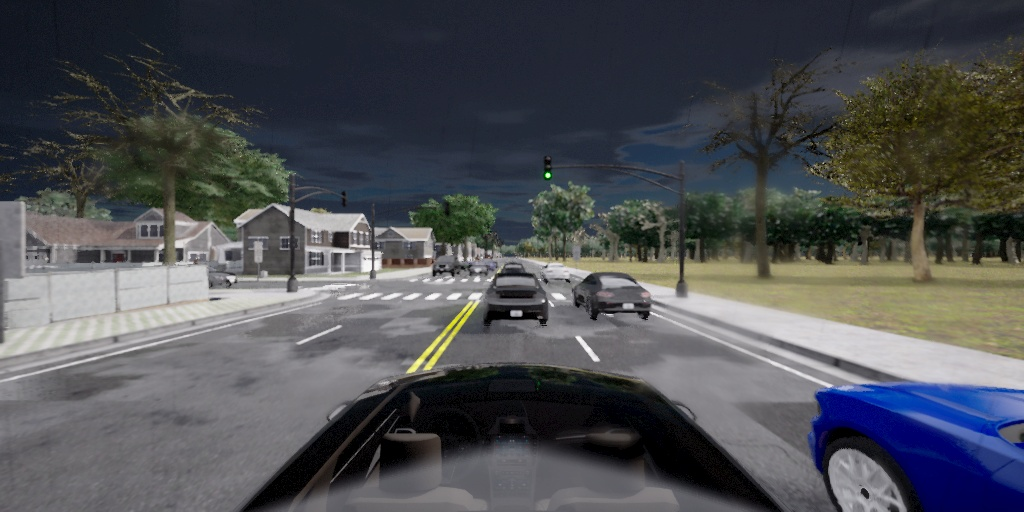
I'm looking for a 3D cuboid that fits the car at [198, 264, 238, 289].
[{"bbox_3d":[-19.745,1.272,22.194,4.902,1.511,2.128,0,0,0],"label":"car"}]

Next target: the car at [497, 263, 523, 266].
[{"bbox_3d":[0.097,1.250,26.807,1.837,1.490,4.892,0,0,0],"label":"car"}]

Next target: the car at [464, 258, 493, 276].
[{"bbox_3d":[-3.360,1.230,36.874,2.128,1.511,4.902,0,0,-1],"label":"car"}]

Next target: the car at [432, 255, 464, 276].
[{"bbox_3d":[-6.603,0.961,36.540,2.150,2.045,5.566,0,0,0],"label":"car"}]

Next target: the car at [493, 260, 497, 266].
[{"bbox_3d":[-3.340,1.081,46.803,2.097,1.767,4.553,0,0,0],"label":"car"}]

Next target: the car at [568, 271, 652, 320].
[{"bbox_3d":[3.348,1.275,12.585,1.812,1.442,4.674,0,0,0],"label":"car"}]

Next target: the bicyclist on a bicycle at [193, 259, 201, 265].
[{"bbox_3d":[-24.639,1.088,28.067,0.582,1.620,1.656,0,0,0],"label":"bicyclist on a bicycle"}]

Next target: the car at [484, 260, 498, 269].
[{"bbox_3d":[-3.303,1.284,56.732,1.994,1.385,4.181,0,0,1],"label":"car"}]

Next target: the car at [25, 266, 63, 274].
[{"bbox_3d":[-28.892,1.322,22.223,4.674,1.442,1.812,0,0,0],"label":"car"}]

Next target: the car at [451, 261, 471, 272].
[{"bbox_3d":[-6.593,1.330,46.386,1.895,1.301,4.718,0,0,0],"label":"car"}]

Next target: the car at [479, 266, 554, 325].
[{"bbox_3d":[0.080,1.254,11.776,1.837,1.490,4.892,0,0,-1],"label":"car"}]

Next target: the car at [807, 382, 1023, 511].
[{"bbox_3d":[3.350,1.228,0.862,1.882,1.535,5.008,0,0,0],"label":"car"}]

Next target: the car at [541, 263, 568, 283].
[{"bbox_3d":[3.348,1.270,28.209,1.812,1.442,4.674,0,0,0],"label":"car"}]
